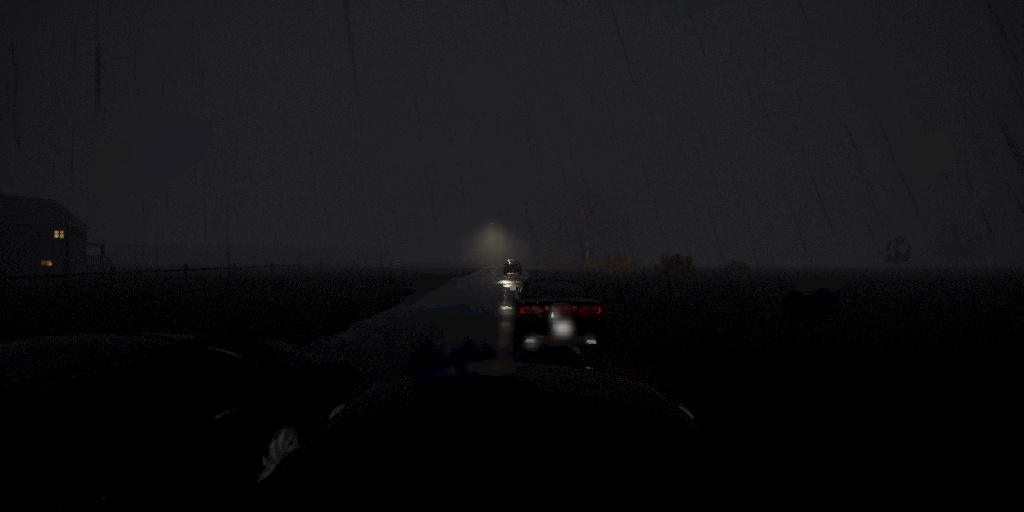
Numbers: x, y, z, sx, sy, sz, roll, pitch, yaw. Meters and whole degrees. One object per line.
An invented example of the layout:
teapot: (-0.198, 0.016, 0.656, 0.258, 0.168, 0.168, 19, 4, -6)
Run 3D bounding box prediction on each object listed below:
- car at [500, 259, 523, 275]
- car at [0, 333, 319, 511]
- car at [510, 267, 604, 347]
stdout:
car: (0.101, 1.234, 38.678, 2.128, 1.511, 4.902, 0, 0, 0)
car: (-2.746, 1.255, 1.464, 1.837, 1.490, 4.892, 0, 0, 0)
car: (0.969, 1.226, 9.317, 1.882, 1.535, 5.008, 0, 0, 0)
